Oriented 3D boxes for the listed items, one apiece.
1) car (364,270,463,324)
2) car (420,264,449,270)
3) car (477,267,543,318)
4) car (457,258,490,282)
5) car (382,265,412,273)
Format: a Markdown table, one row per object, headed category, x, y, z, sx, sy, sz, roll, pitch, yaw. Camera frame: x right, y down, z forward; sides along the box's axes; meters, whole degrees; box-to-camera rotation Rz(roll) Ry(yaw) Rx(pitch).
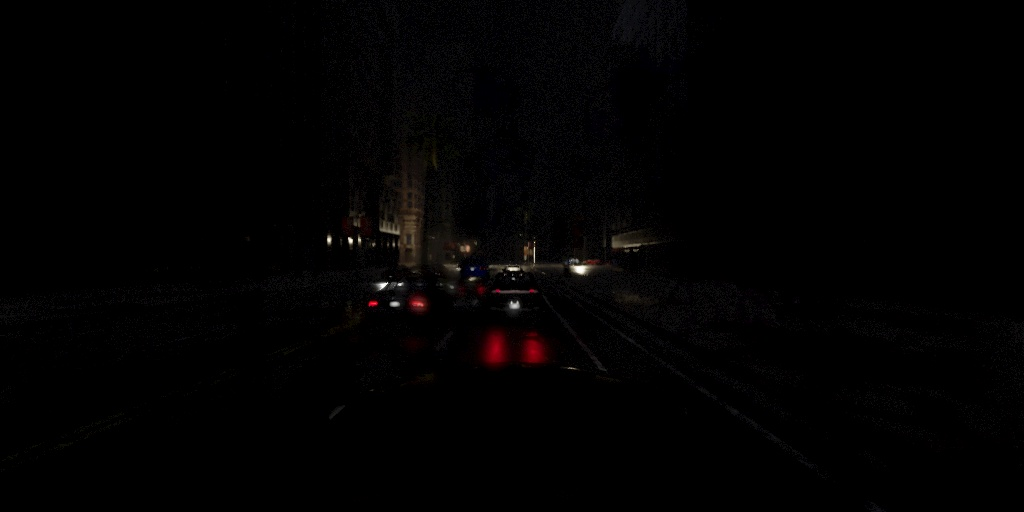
| category | x | y | z | sx | sy | sz | roll | pitch | yaw |
| --- | --- | --- | --- | --- | --- | --- | --- | --- | --- |
| car | -3.154 | 1.365 | 12.174 | 2.033 | 1.411 | 5.357 | 0 | 0 | 0 |
| car | -6.596 | 1.417 | 30.506 | 1.882 | 1.535 | 5.008 | 0 | 0 | 0 |
| car | 0.094 | 1.317 | 13.308 | 2.128 | 1.511 | 4.902 | 0 | 0 | 0 |
| car | -3.149 | 1.166 | 31.260 | 2.150 | 2.045 | 5.566 | 0 | 0 | 0 |
| car | -9.845 | 1.507 | 31.061 | 1.994 | 1.385 | 4.181 | 0 | 0 | 0 |
